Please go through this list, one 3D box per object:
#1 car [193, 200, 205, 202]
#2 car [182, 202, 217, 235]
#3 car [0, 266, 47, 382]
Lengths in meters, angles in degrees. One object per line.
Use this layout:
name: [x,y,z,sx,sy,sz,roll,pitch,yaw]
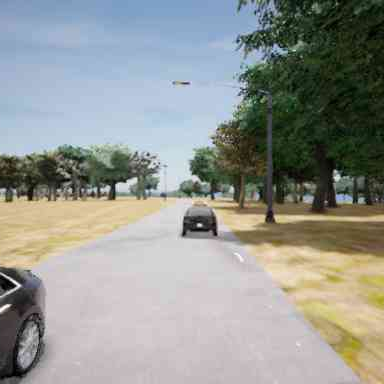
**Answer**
car: [0.843,1.631,38.498,1.882,1.535,5.008,0,0,1]
car: [0.441,1.558,19.407,1.882,1.535,5.008,0,0,1]
car: [-2.946,1.513,2.771,1.837,1.490,4.892,0,0,0]
